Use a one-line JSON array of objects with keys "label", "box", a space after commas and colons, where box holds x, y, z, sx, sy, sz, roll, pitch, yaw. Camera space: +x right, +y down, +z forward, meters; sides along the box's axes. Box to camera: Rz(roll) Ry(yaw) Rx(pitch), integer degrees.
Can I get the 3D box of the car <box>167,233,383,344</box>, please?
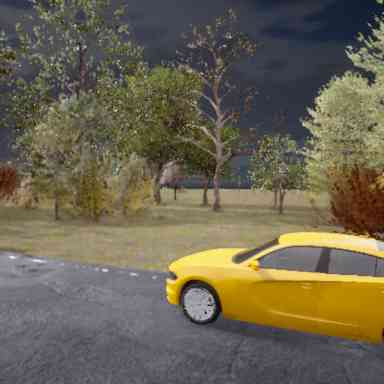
[{"label": "car", "box": [1.968, 1.439, 5.619, 5.008, 1.535, 1.882, 1, 1, 25]}]
